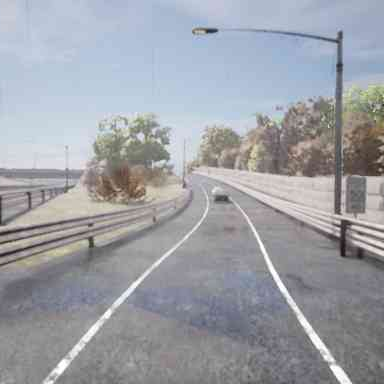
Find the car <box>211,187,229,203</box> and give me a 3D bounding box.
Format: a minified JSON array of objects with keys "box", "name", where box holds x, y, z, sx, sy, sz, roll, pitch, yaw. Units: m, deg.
[{"box":[3.872,0.594,44.006,1.882,1.535,5.008,1,3,2],"name":"car"}]
